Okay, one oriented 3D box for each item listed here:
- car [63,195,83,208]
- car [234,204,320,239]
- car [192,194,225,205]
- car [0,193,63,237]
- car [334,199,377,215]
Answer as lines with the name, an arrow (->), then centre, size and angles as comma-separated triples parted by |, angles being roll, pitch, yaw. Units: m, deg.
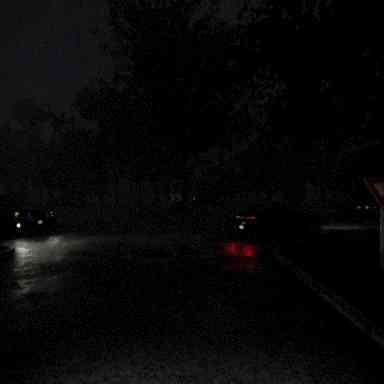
car -> -15.298, 1.171, 39.560 | 2.128, 1.511, 4.902 | 0, 0, 33
car -> 4.284, 1.358, 16.385 | 4.902, 1.511, 2.128 | 0, 0, -33
car -> 2.315, 1.000, 47.105 | 4.553, 1.767, 2.097 | 0, 0, 13
car -> -9.630, 1.080, 17.448 | 5.566, 2.045, 2.150 | 0, 1, 32
car -> 14.781, 1.301, 30.352 | 2.033, 1.411, 5.357 | 0, 0, 2
